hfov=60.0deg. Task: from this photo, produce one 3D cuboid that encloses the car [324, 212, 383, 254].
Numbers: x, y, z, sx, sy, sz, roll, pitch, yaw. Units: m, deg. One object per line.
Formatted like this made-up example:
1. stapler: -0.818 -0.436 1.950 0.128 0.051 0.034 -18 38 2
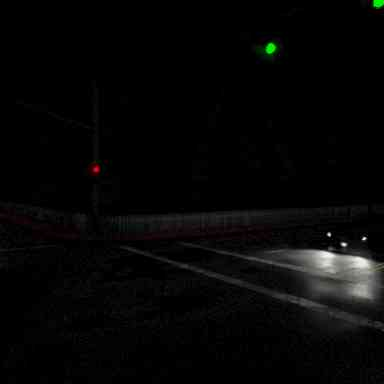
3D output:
1. car: 7.800 1.555 13.834 5.357 1.411 2.033 0 0 -35
